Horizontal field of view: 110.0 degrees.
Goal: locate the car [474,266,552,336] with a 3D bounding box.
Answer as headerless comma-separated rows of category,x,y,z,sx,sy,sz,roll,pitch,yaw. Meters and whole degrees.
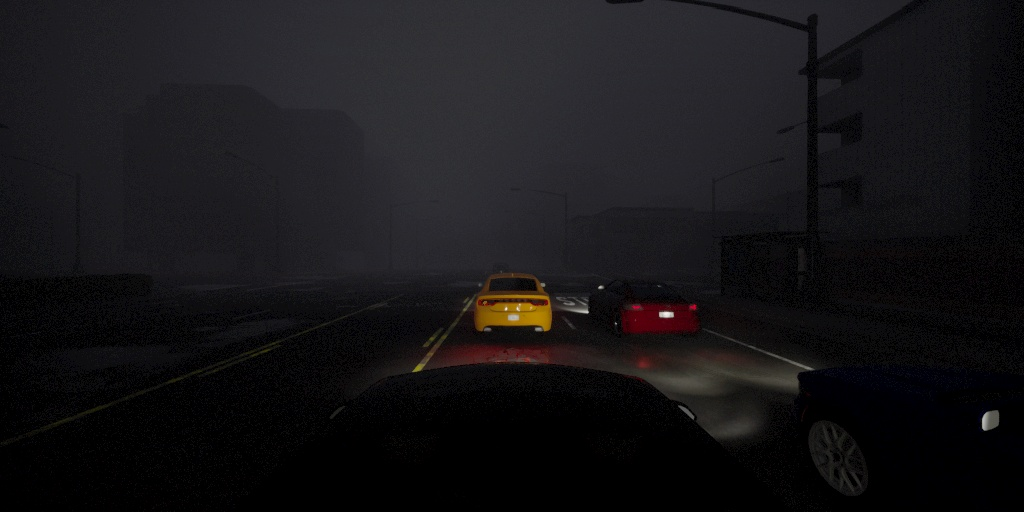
car,0.002,1.228,10.486,1.882,1.535,5.008,0,0,-1

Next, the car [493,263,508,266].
car,-1.339,1.413,41.697,1.895,1.301,4.718,0,0,-3

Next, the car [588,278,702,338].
car,3.507,1.314,10.218,1.994,1.385,4.181,0,0,-1

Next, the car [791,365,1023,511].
car,3.565,1.228,1.327,1.882,1.535,5.008,0,0,0
